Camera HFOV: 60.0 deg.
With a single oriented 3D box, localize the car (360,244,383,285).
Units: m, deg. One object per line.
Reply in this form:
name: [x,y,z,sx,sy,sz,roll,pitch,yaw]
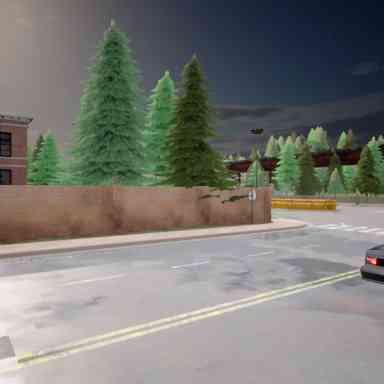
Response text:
car: [6.300,1.547,8.225,5.357,1.411,2.033,0,0,-35]
